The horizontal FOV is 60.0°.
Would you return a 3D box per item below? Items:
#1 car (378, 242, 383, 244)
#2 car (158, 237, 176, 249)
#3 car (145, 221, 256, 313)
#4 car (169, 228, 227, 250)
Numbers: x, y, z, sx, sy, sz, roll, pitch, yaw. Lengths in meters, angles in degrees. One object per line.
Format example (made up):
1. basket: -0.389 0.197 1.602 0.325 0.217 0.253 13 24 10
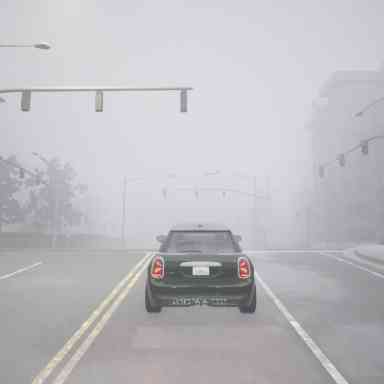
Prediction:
1. car: 17.223 4.278 26.171 4.892 1.490 1.837 5 -9 1
2. car: -3.084 6.494 42.320 1.837 1.490 4.892 0 -9 1
3. car: 0.178 1.486 8.130 2.097 1.767 4.553 0 -1 0
4. car: 0.328 3.756 26.310 1.837 1.490 4.892 5 -11 -39
